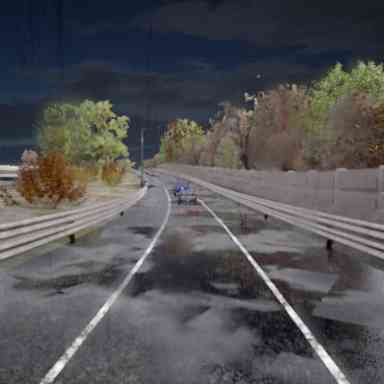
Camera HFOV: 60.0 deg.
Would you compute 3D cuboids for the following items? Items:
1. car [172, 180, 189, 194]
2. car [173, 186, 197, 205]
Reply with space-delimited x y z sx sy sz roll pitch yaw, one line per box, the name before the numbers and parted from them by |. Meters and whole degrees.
car | -1.519 -0.605 45.604 2.150 2.045 5.566 0 5 -6
car | -0.565 0.478 34.394 2.128 1.511 4.902 0 4 -5
